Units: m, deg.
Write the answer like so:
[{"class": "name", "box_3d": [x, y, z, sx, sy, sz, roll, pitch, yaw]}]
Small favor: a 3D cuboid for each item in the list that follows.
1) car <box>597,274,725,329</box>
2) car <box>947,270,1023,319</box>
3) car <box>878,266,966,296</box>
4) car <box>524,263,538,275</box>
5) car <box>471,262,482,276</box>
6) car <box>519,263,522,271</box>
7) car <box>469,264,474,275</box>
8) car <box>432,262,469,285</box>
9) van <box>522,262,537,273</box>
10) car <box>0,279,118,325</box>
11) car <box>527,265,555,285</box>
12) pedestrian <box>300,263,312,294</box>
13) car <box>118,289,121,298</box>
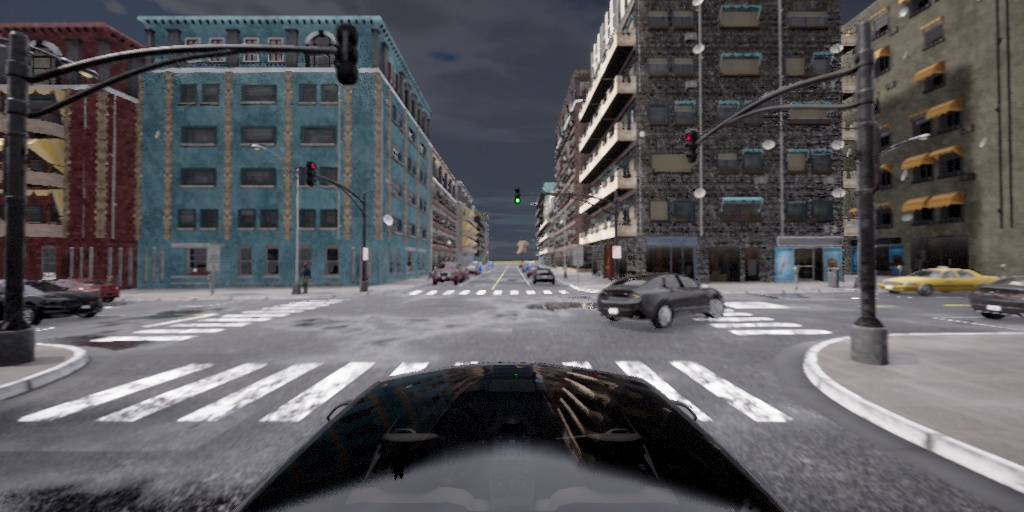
[{"class": "car", "box_3d": [4.831, 1.294, 11.431, 4.892, 1.490, 1.837, 0, -4, -34]}, {"class": "car", "box_3d": [15.610, 1.180, 9.977, 4.403, 1.370, 2.007, 0, 0, 0]}, {"class": "car", "box_3d": [21.147, 1.195, 17.811, 4.829, 1.417, 1.751, 0, 0, 0]}, {"class": "car", "box_3d": [2.597, 1.827, 41.377, 1.802, 1.307, 4.207, 0, 0, 0]}, {"class": "car", "box_3d": [-5.278, 1.861, 46.935, 1.888, 1.381, 4.507, 0, 0, 0]}, {"class": "car", "box_3d": [2.610, 1.887, 58.032, 1.967, 1.591, 4.097, 0, 0, 0]}, {"class": "car", "box_3d": [-5.287, 1.725, 35.831, 1.888, 1.381, 4.507, 0, 0, 0]}, {"class": "car", "box_3d": [-5.292, 1.427, 30.280, 2.192, 1.841, 5.009, 0, 0, 0]}, {"class": "van", "box_3d": [2.602, 1.653, 46.929, 1.690, 1.789, 3.998, 0, 0, 0]}, {"class": "car", "box_3d": [-17.639, 1.574, 12.729, 5.008, 1.535, 1.882, -1, -1, 0]}, {"class": "car", "box_3d": [2.589, 1.674, 30.274, 1.948, 1.339, 4.313, 0, 0, 0]}, {"class": "pedestrian", "box_3d": [-12.135, 1.288, 21.048, 0.375, 1.860, 0.375, 0, 0, 0]}, {"class": "car", "box_3d": [-22.440, 1.818, 18.177, 4.207, 1.307, 1.802, 0, 0, 0]}]
